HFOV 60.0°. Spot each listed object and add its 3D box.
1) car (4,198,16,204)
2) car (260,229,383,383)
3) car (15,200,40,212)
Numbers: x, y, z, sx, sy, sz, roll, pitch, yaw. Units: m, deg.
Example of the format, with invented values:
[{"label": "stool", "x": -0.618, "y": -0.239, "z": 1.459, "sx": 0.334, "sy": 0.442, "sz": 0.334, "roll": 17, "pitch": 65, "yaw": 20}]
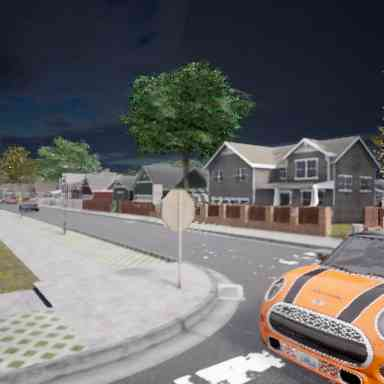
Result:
[{"label": "car", "x": -42.652, "y": 2.258, "z": 78.927, "sx": 1.994, "sy": 1.385, "sz": 4.181, "roll": 1, "pitch": -1, "yaw": -35}, {"label": "car", "x": 3.195, "y": 1.415, "z": 5.230, "sx": 4.553, "sy": 1.767, "sz": 2.097, "roll": 1, "pitch": -1, "yaw": -35}, {"label": "car", "x": -21.874, "y": 1.934, "z": 44.633, "sx": 2.033, "sy": 1.411, "sz": 5.357, "roll": 1, "pitch": -1, "yaw": -35}]
